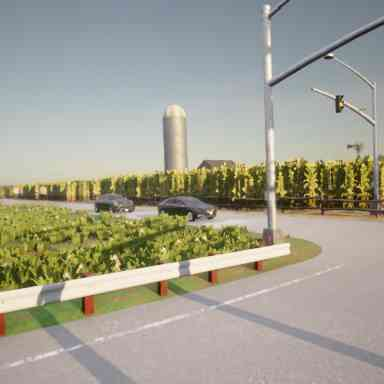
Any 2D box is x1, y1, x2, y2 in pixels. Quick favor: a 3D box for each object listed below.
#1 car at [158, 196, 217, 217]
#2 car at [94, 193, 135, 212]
[{"bbox_3d":[-0.414,1.077,22.249,1.837,1.490,4.892,-4,2,-40],"label":"car"},{"bbox_3d":[-7.057,0.964,30.062,2.097,1.767,4.553,-4,2,-40],"label":"car"}]
